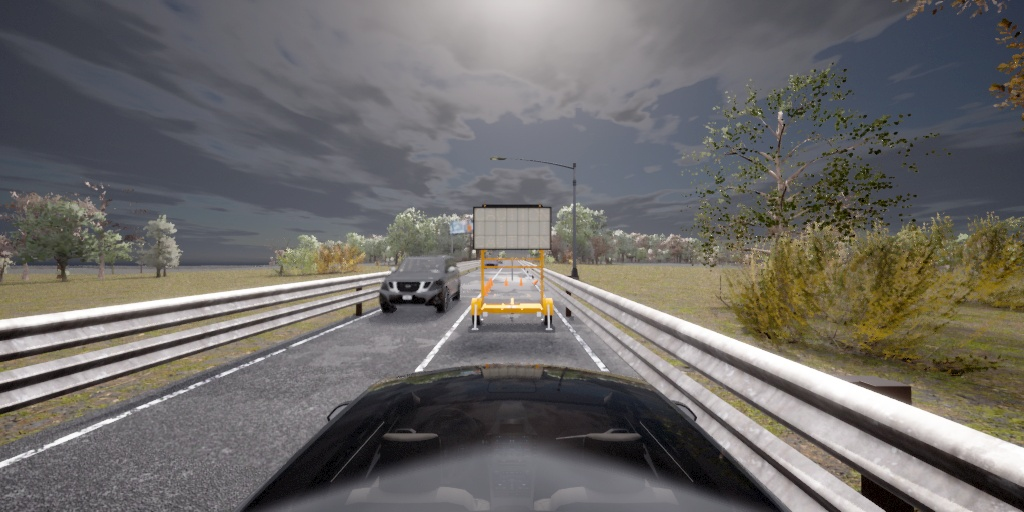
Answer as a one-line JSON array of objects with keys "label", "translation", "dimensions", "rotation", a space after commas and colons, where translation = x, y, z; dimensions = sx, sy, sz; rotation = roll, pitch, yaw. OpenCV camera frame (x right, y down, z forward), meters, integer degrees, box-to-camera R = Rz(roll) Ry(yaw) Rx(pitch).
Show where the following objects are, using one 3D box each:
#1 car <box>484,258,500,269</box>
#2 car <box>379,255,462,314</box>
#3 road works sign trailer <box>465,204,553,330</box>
[{"label": "car", "translation": [-3.346, 1.122, 55.854], "dimensions": [2.097, 1.767, 4.553], "rotation": [0, 0, 0]}, {"label": "car", "translation": [-3.351, 0.976, 14.229], "dimensions": [2.150, 2.045, 5.566], "rotation": [0, 0, 0]}, {"label": "road works sign trailer", "translation": [0.009, 0.218, 11.109], "dimensions": [2.380, 3.560, 2.880], "rotation": [0, 0, 0]}]
